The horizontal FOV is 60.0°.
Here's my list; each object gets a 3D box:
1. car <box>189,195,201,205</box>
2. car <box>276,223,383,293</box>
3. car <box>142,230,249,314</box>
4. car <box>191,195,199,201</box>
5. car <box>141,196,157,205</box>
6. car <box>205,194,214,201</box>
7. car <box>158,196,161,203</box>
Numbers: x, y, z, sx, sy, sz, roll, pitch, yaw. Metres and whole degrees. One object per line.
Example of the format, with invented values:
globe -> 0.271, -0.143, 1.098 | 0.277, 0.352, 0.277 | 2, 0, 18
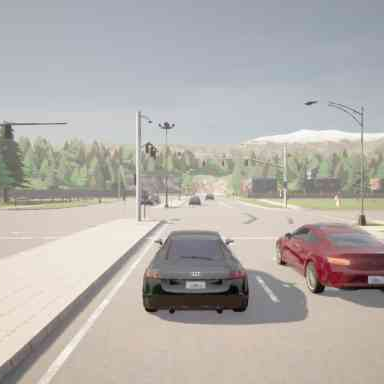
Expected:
car -> 0.491, 1.563, 56.708 | 1.994, 1.385, 4.181 | 0, 0, 1
car -> 3.554, 1.526, 8.708 | 1.812, 1.442, 4.674 | 0, 0, 0
car -> 0.056, 1.564, 7.704 | 1.994, 1.385, 4.181 | 0, 0, 0
car -> 0.835, 1.428, 82.164 | 1.895, 1.301, 4.718 | 0, 0, 1
car -> -7.577, 1.601, 56.336 | 1.895, 1.301, 4.718 | 0, 0, 1
car -> 4.334, 1.188, 82.059 | 2.097, 1.767, 4.553 | 0, 0, 1
car -> -7.394, 1.505, 66.772 | 1.837, 1.490, 4.892 | 0, 0, 1
